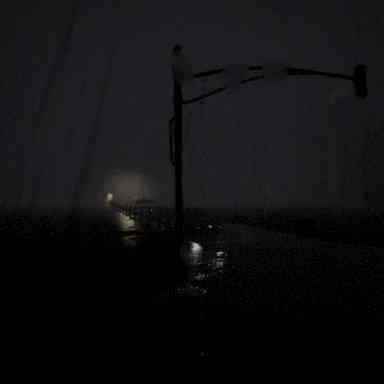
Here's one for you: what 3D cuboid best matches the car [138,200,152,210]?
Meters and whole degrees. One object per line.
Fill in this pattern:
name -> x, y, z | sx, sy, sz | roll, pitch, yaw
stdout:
car -> -8.609, 2.335, 60.611 | 1.882, 1.535, 5.008 | 0, -1, -17

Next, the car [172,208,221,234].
car -> 0.348, 1.822, 21.711 | 1.837, 1.490, 4.892 | 0, -1, -17

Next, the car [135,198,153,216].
car -> -5.875, 1.841, 42.013 | 2.150, 2.045, 5.566 | 0, -1, -17

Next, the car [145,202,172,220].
car -> -2.761, 2.016, 31.835 | 2.033, 1.411, 5.357 | 0, -1, -17

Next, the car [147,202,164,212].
car -> -5.653, 2.246, 51.117 | 1.812, 1.442, 4.674 | 0, -1, -16
